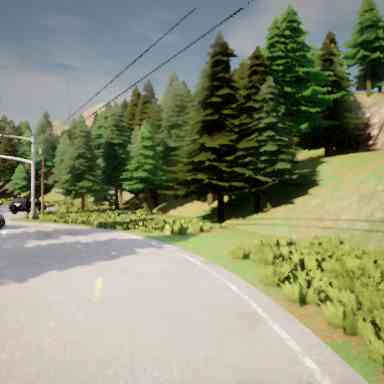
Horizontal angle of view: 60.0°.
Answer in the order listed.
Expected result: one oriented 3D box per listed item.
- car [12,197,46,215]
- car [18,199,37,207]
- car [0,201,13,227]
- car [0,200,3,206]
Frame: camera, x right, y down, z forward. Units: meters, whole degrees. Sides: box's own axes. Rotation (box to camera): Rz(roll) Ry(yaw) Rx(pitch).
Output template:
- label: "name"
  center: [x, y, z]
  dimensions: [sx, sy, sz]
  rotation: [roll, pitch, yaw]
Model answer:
- label: "car"
  center: [-19.157, 1.598, 39.127]
  dimensions: [2.150, 2.045, 5.566]
  rotation: [0, -1, -1]
- label: "car"
  center: [-31.607, 2.034, 63.895]
  dimensions: [4.674, 1.442, 1.812]
  rotation: [-1, -1, 44]
- label: "car"
  center: [-14.394, 1.582, 22.099]
  dimensions: [4.553, 1.767, 2.097]
  rotation: [0, 0, 32]
- label: "car"
  center: [-43.806, 2.323, 72.603]
  dimensions: [4.718, 1.301, 1.895]
  rotation: [0, -1, 21]
